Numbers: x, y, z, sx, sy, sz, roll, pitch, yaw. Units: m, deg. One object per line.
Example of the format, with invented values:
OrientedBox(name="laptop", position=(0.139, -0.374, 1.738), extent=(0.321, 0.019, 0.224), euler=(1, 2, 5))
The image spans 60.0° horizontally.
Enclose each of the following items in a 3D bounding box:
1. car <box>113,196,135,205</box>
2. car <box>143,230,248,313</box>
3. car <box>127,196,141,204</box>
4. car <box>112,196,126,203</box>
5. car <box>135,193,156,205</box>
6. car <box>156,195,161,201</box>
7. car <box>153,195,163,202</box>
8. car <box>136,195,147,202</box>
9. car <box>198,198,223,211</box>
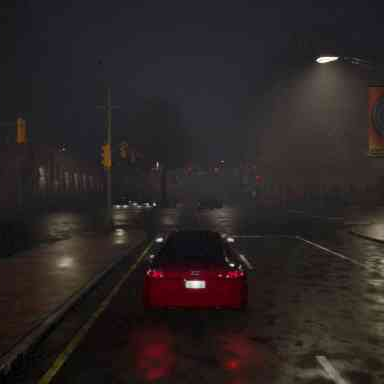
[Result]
OrientedBox(name="car", position=(-11.610, 1.564, 56.895), extent=(1.994, 1.385, 4.181), euler=(0, 0, 0))
OrientedBox(name="car", position=(0.071, 1.564, 7.746), extent=(1.994, 1.385, 4.181), euler=(0, 0, 0))
OrientedBox(name="car", position=(-11.559, 1.564, 66.189), extent=(1.994, 1.385, 4.181), euler=(0, 0, 0))
OrientedBox(name="car", position=(-14.783, 1.595, 67.851), extent=(1.895, 1.301, 4.718), euler=(0, 0, 0))
OrientedBox(name="car", position=(-8.109, 1.221, 58.610), extent=(2.150, 2.045, 5.566), euler=(0, 0, 0))
OrientedBox(name="car", position=(-8.038, 1.600, 68.409), extent=(1.895, 1.301, 4.718), euler=(0, 0, 0))
OrientedBox(name="car", position=(-8.039, 1.500, 78.613), extent=(1.837, 1.490, 4.892), euler=(0, 0, 0))
OrientedBox(name="car", position=(-11.538, 1.478, 76.608), extent=(1.882, 1.535, 5.008), euler=(0, 0, 0))
OrientedBox(name="car", position=(2.335, 1.525, 41.311), extent=(1.812, 1.442, 4.674), euler=(1, 0, 26))
